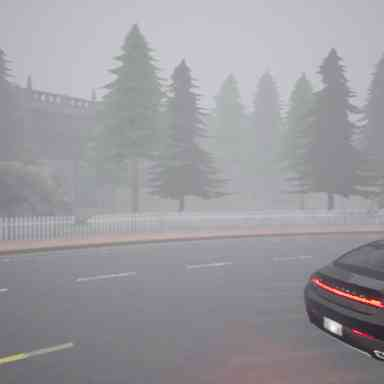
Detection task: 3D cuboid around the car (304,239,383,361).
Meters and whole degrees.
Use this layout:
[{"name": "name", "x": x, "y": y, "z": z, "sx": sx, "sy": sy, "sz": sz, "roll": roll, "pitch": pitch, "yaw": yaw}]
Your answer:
[{"name": "car", "x": 4.071, "y": 1.464, "z": 5.110, "sx": 4.892, "sy": 1.490, "sz": 1.837, "roll": 0, "pitch": 0, "yaw": -21}]
